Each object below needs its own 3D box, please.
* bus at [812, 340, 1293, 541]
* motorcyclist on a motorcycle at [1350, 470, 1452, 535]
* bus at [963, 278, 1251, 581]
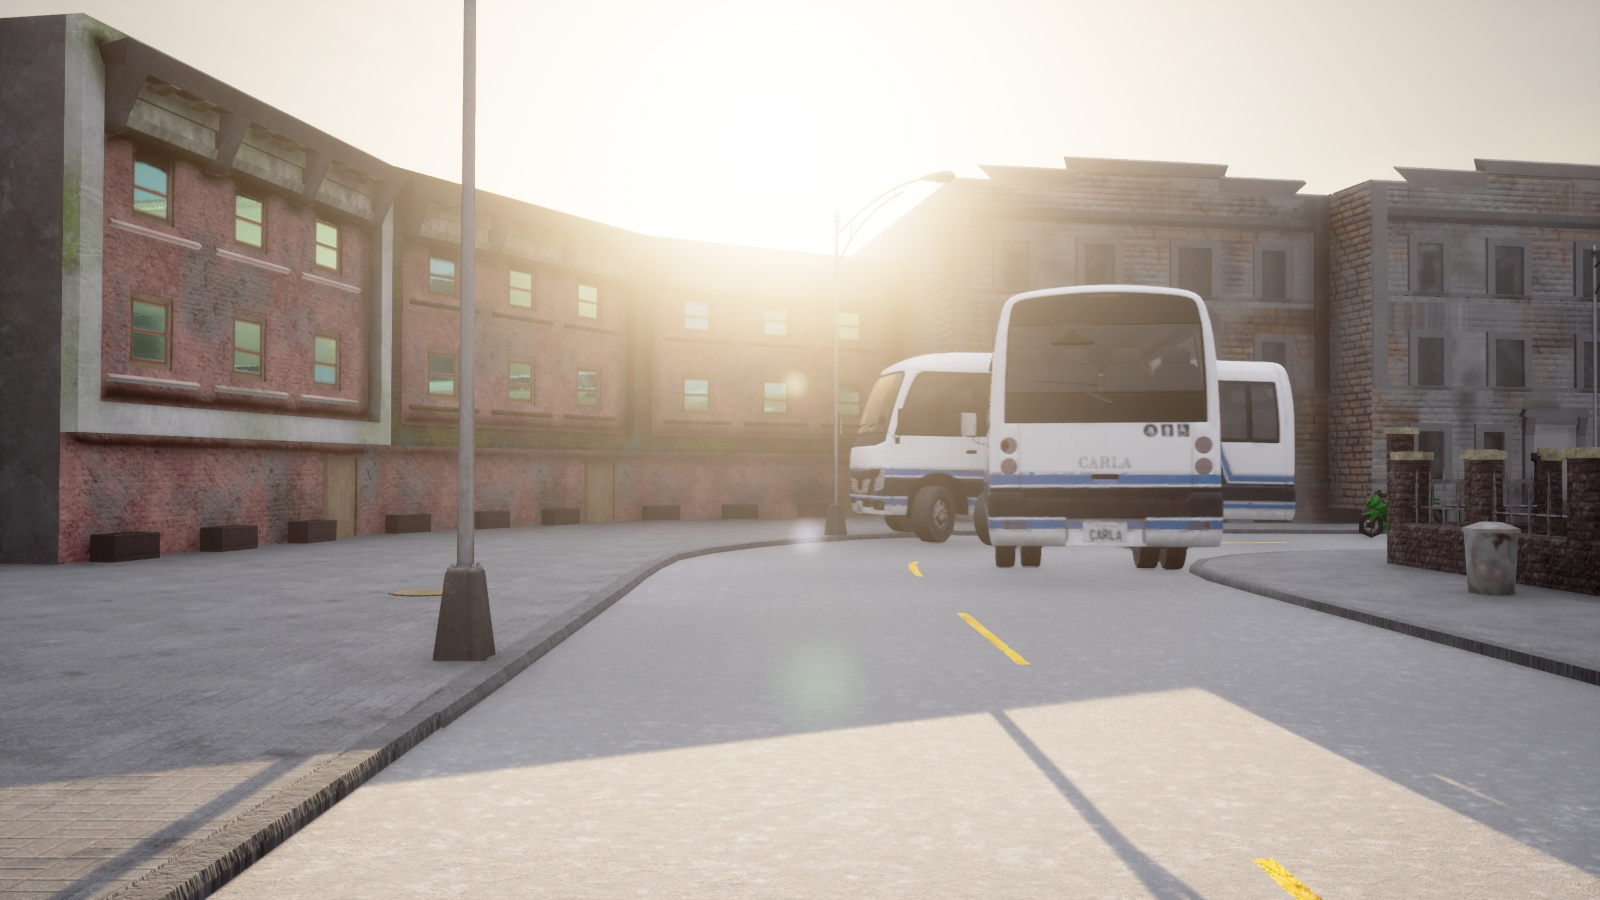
[{"bbox_3d":[5.690,-0.118,29.365,10.273,4.253,3.944,1,-1,-9],"label":"bus"},{"bbox_3d":[14.416,1.244,30.164,2.044,1.523,0.797,0,-1,0],"label":"motorcyclist on a motorcycle"},{"bbox_3d":[5.013,-0.194,22.932,3.944,4.253,10.273,-1,-1,8],"label":"bus"}]
